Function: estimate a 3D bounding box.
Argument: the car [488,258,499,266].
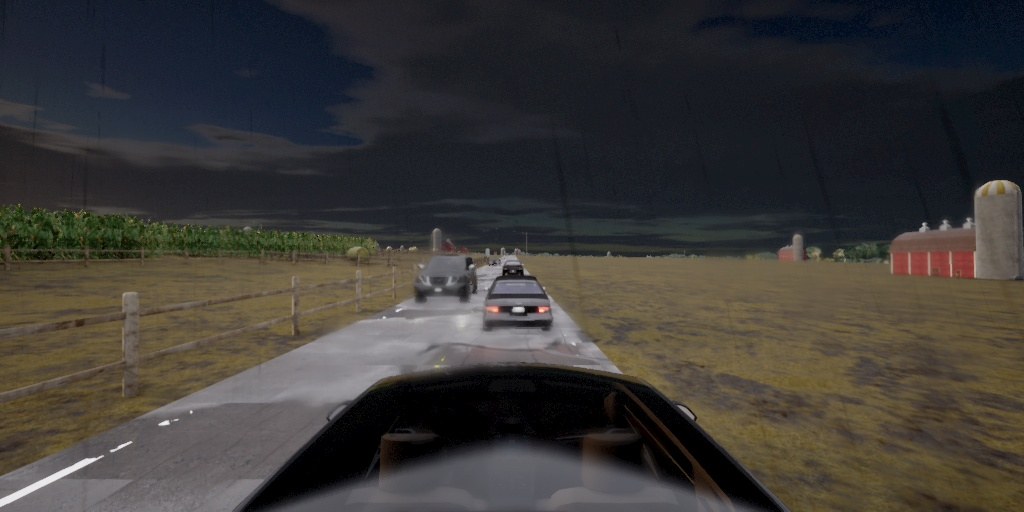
[{"bbox_3d":[-2.781,0.987,59.182,1.994,1.385,4.181,0,1,0],"label":"car"}]

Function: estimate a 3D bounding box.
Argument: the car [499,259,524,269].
[{"bbox_3d":[0.083,1.123,33.055,1.882,1.535,5.008,0,0,0],"label":"car"}]

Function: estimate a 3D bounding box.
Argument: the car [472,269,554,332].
[{"bbox_3d":[0.112,1.287,10.839,2.033,1.411,5.357,0,0,-1],"label":"car"}]

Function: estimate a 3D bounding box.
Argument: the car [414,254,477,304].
[{"bbox_3d":[-2.859,0.945,16.658,2.150,2.045,5.566,0,0,0],"label":"car"}]
